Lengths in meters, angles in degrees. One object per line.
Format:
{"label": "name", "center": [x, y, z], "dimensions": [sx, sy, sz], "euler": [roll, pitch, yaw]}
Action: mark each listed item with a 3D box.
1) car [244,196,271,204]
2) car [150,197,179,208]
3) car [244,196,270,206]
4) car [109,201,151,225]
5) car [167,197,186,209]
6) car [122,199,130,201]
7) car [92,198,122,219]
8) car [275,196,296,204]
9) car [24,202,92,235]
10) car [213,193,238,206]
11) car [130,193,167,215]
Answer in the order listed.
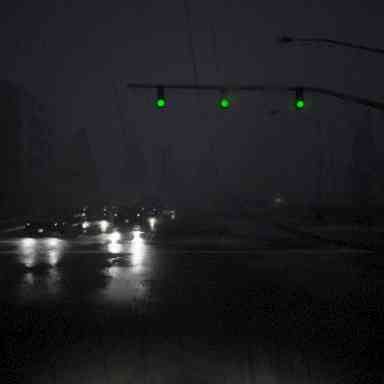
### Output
{"label": "car", "center": [12.043, 1.483, 61.078], "dimensions": [5.357, 1.411, 2.033], "euler": [0, 0, -41]}
{"label": "car", "center": [-3.986, 1.478, 49.602], "dimensions": [2.033, 1.411, 5.357], "euler": [0, 0, 23]}
{"label": "car", "center": [10.279, 1.544, 53.350], "dimensions": [1.895, 1.301, 4.718], "euler": [0, 0, 36]}
{"label": "car", "center": [-4.251, 1.565, 23.541], "dimensions": [1.895, 1.301, 4.718], "euler": [0, 0, -2]}
{"label": "car", "center": [-2.369, 1.541, 43.606], "dimensions": [1.895, 1.301, 4.718], "euler": [0, 0, 18]}
{"label": "car", "center": [-7.303, 1.489, 38.429], "dimensions": [2.033, 1.411, 5.357], "euler": [0, 0, 10]}
{"label": "car", "center": [-7.751, 1.306, 28.498], "dimensions": [2.097, 1.767, 4.553], "euler": [0, 0, 0]}
{"label": "car", "center": [17.115, 1.467, 60.876], "dimensions": [4.674, 1.442, 1.812], "euler": [0, 0, -38]}
{"label": "car", "center": [-7.563, 1.514, 19.024], "dimensions": [2.033, 1.411, 5.357], "euler": [0, 0, -3]}
{"label": "car", "center": [5.340, 1.159, 52.731], "dimensions": [2.150, 2.045, 5.566], "euler": [0, 0, 33]}
{"label": "car", "center": [-4.195, 1.173, 33.243], "dimensions": [2.150, 2.045, 5.566], "euler": [0, 0, 4]}
